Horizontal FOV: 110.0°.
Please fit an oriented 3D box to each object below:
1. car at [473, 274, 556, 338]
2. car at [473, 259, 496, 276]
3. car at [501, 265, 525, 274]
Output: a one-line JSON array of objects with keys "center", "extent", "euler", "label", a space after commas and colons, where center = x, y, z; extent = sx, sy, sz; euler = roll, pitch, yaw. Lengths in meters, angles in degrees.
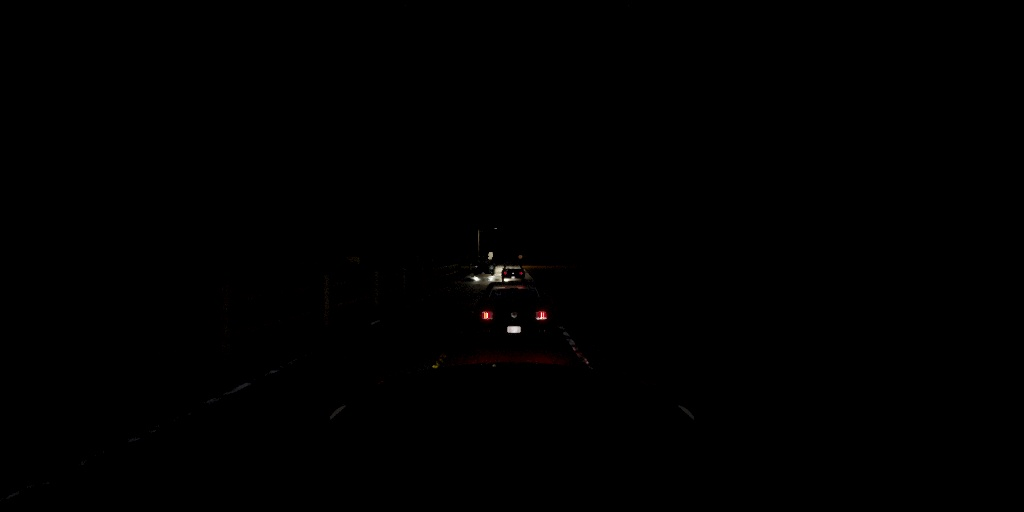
[{"center": [0.061, 1.355, 10.220], "extent": [1.895, 1.301, 4.718], "euler": [0, 0, 0], "label": "car"}, {"center": [-2.844, 1.137, 37.635], "extent": [2.097, 1.767, 4.553], "euler": [0, 0, 0], "label": "car"}, {"center": [0.084, 1.376, 29.955], "extent": [1.895, 1.301, 4.718], "euler": [0, 0, 0], "label": "car"}]
